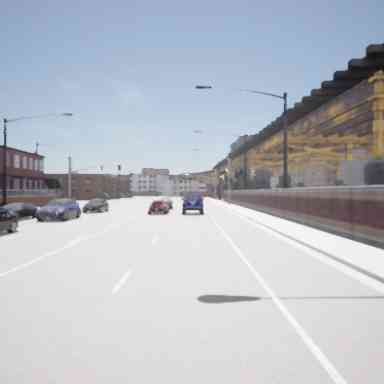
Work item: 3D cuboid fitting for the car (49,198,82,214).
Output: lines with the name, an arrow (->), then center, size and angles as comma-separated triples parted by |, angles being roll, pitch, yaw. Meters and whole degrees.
car -> -14.060, 1.515, 37.234 | 1.837, 1.490, 4.892 | 0, 0, 0

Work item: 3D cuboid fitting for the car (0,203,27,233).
car -> -10.599, 1.510, 16.758 | 1.837, 1.490, 4.892 | 0, 0, 0

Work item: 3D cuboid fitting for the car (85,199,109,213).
car -> -10.564, 1.516, 36.967 | 1.837, 1.490, 4.892 | 0, 0, 1

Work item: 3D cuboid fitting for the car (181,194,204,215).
car -> 0.085, 1.232, 34.329 | 2.150, 2.045, 5.566 | 0, 0, 0

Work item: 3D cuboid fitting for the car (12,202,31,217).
car -> -14.093, 1.534, 26.954 | 1.812, 1.442, 4.674 | 0, 0, 0

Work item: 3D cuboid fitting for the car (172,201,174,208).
car -> -3.489, 1.561, 44.477 | 2.033, 1.411, 5.357 | 0, 0, 0

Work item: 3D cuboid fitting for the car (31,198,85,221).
car -> -10.596, 1.360, 26.700 | 2.097, 1.767, 4.553 | 0, 0, 0

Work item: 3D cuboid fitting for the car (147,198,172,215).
car -> -3.416, 1.534, 34.493 | 1.812, 1.442, 4.674 | 0, 0, 0
